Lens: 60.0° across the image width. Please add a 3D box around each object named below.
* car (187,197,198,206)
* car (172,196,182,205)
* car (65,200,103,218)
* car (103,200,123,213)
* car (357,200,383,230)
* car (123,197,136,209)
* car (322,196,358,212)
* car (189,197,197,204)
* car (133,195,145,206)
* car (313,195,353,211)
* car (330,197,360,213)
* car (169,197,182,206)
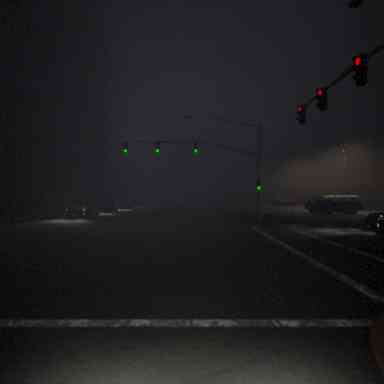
[{"bbox_3d":[0.163,1.789,63.227,2.097,1.767,4.553,0,0,0],"label":"car"},{"bbox_3d":[-3.255,1.867,74.017,2.097,1.767,4.553,0,0,0],"label":"car"},{"bbox_3d":[-10.658,1.577,32.397,2.097,1.767,4.553,0,0,0],"label":"car"},{"bbox_3d":[-10.590,1.838,41.894,2.033,1.411,5.357,0,0,0],"label":"car"},{"bbox_3d":[13.272,1.552,20.787,4.553,1.767,2.097,0,0,1],"label":"car"},{"bbox_3d":[-10.506,1.923,51.826,1.994,1.385,4.181,0,0,1],"label":"car"},{"bbox_3d":[21.869,1.758,49.020,3.905,1.438,1.784,0,0,1],"label":"car"},{"bbox_3d":[0.239,1.869,73.356,1.837,1.490,4.892,0,0,0],"label":"car"},{"bbox_3d":[-10.379,1.664,63.736,2.150,2.045,5.566,0,-1,0],"label":"car"},{"bbox_3d":[21.858,1.566,51.705,4.605,1.855,1.932,0,0,1],"label":"car"},{"bbox_3d":[21.826,1.770,46.125,3.806,1.475,1.970,0,0,1],"label":"car"},{"bbox_3d":[-3.246,1.994,62.164,1.994,1.385,4.181,0,0,1],"label":"car"}]
